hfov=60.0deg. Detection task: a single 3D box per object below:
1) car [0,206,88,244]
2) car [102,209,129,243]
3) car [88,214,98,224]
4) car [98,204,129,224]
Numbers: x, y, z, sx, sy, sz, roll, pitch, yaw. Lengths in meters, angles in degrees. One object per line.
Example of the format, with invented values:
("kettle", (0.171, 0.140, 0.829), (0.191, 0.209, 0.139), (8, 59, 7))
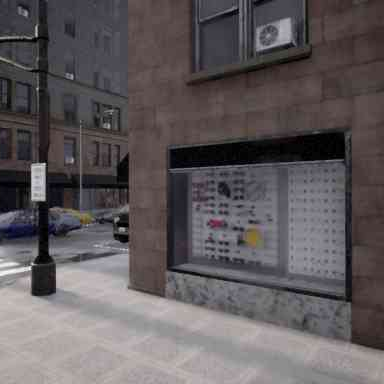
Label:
("car", (-7.964, 1.563, 15.869), (2.033, 1.411, 5.357), (0, 0, 36))
("car", (-1.633, 1.560, 15.187), (1.947, 1.339, 4.313), (0, 0, 35))
("car", (-8.261, 1.554, 19.713), (1.752, 1.417, 4.829), (0, 0, 35))
("car", (-5.021, 1.583, 24.260), (2.008, 1.369, 4.403), (0, 0, 35))
